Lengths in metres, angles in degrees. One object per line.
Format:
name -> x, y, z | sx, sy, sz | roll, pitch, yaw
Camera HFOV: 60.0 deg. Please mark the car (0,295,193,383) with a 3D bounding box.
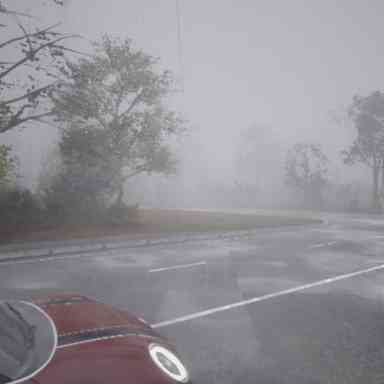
car -> -2.162, 1.353, 2.174 | 4.553, 1.767, 2.097 | 0, 0, -36
